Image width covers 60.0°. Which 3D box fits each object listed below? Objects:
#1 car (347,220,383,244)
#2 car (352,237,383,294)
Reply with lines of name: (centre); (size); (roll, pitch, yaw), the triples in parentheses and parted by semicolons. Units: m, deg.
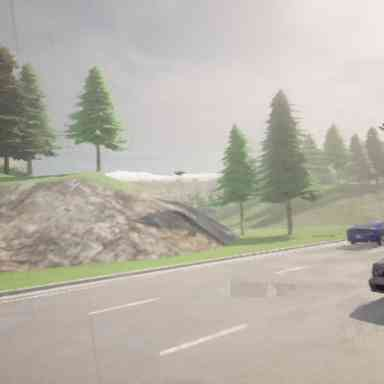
car: (11.926, 2.540, 21.363); (5.008, 1.535, 1.882); (0, -6, -37)
car: (6.736, 1.904, 8.837); (5.357, 1.411, 2.033); (0, -6, -37)
